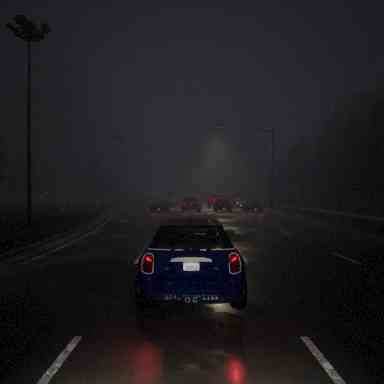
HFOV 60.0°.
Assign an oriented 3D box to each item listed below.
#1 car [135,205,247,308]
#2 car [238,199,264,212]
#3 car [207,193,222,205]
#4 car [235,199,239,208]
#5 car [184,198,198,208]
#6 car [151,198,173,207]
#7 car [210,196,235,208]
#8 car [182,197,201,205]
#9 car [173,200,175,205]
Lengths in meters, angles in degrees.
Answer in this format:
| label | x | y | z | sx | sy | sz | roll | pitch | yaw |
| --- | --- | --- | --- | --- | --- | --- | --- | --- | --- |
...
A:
| label | x | y | z | sx | sy | sz | roll | pitch | yaw |
| --- | --- | --- | --- | --- | --- | --- | --- | --- | --- |
| car | -0.018 | 1.352 | 8.062 | 2.097 | 1.767 | 4.553 | 0 | 0 | 0 |
| car | 6.917 | 1.601 | 38.348 | 1.895 | 1.301 | 4.718 | 0 | 0 | 0 |
| car | 3.396 | 1.221 | 48.359 | 2.150 | 2.045 | 5.566 | 0 | 0 | 0 |
| car | 6.896 | 1.601 | 48.380 | 1.895 | 1.301 | 4.718 | 0 | 0 | 0 |
| car | -0.104 | 1.601 | 48.382 | 1.895 | 1.301 | 4.718 | 0 | 0 | 0 |
| car | -3.583 | 1.601 | 38.326 | 1.895 | 1.301 | 4.718 | 0 | 0 | 0 |
| car | 3.418 | 1.505 | 37.894 | 1.837 | 1.490 | 4.892 | 0 | 0 | 0 |
| car | -0.083 | 1.352 | 38.273 | 2.097 | 1.767 | 4.553 | 0 | 0 | 0 |
| car | -3.604 | 1.564 | 48.379 | 1.994 | 1.385 | 4.181 | 0 | 0 | 0 |
